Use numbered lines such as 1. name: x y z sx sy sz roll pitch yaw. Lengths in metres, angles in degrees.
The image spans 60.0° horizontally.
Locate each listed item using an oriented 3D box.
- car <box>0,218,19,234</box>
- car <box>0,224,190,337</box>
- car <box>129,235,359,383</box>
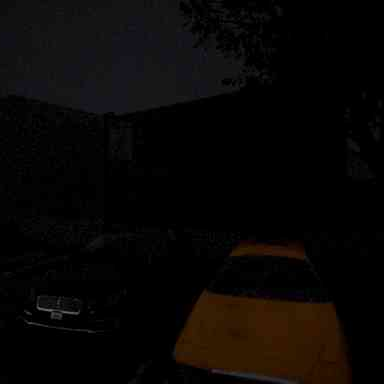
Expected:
1. car: -8.550 1.527 12.209 2.002 1.452 4.674 1 -1 16
2. car: -1.228 1.487 6.974 2.231 1.521 4.892 1 -1 16
3. car: 1.160 1.480 5.045 1.946 1.575 5.366 1 -1 16
